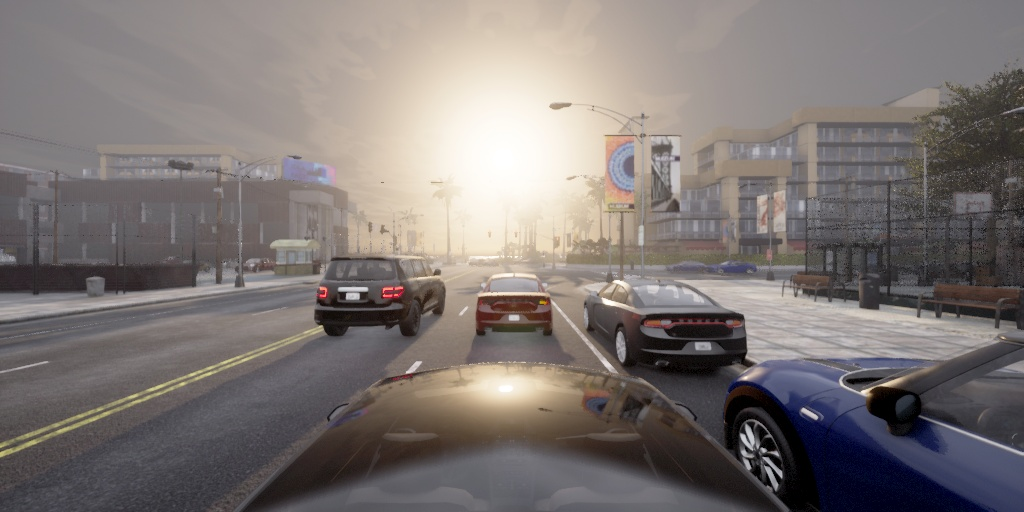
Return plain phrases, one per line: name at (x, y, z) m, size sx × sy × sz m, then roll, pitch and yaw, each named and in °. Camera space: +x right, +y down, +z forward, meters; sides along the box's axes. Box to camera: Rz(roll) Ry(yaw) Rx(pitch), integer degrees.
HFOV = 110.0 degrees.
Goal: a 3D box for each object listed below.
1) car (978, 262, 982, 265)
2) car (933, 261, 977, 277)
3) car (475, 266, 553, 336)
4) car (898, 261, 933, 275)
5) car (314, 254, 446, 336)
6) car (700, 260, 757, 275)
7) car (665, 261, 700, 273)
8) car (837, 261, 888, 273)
car at (45.183, 1.097, 31.770) m, size 4.553 × 1.767 × 2.097 m, roll 0°, pitch 0°, yaw -1°
car at (45.182, 1.249, 35.271) m, size 4.892 × 1.490 × 1.837 m, roll 0°, pitch 0°, yaw -1°
car at (0.064, 1.226, 10.461) m, size 1.882 × 1.535 × 5.008 m, roll 0°, pitch 0°, yaw 0°
car at (44.398, 1.253, 38.771) m, size 4.892 × 1.490 × 1.837 m, roll 0°, pitch 0°, yaw 0°
car at (-3.437, 0.970, 10.475) m, size 2.150 × 2.045 × 5.566 m, roll 0°, pitch 0°, yaw 0°
car at (23.555, 1.222, 38.677) m, size 5.008 × 1.535 × 1.882 m, roll 0°, pitch 0°, yaw 0°
car at (20.469, 1.269, 42.152) m, size 4.674 × 1.442 × 1.812 m, roll 0°, pitch 0°, yaw 0°
car at (41.291, 1.221, 42.272) m, size 5.008 × 1.535 × 1.882 m, roll 0°, pitch 0°, yaw 0°
